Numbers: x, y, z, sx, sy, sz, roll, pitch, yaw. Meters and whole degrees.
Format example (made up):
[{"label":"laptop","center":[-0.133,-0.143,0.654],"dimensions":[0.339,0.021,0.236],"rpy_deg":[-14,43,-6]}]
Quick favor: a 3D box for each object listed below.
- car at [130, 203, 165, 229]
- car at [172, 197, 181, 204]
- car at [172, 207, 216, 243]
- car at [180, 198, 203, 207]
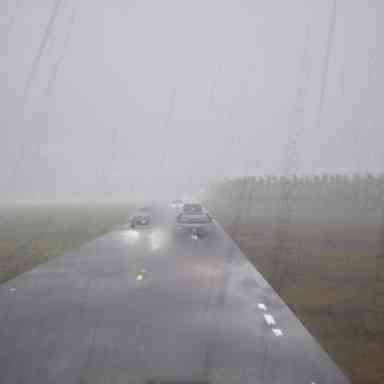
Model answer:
[{"label":"car","center":[-2.856,1.518,21.985],"dimensions":[1.837,1.490,4.892],"rpy_deg":[0,0,0]},{"label":"car","center":[-2.787,1.668,63.341],"dimensions":[1.895,1.301,4.718],"rpy_deg":[0,0,0]},{"label":"car","center":[0.093,1.610,16.138],"dimensions":[1.895,1.301,4.718],"rpy_deg":[0,0,0]},{"label":"car","center":[0.087,1.503,34.398],"dimensions":[1.882,1.535,5.008],"rpy_deg":[0,0,0]}]
